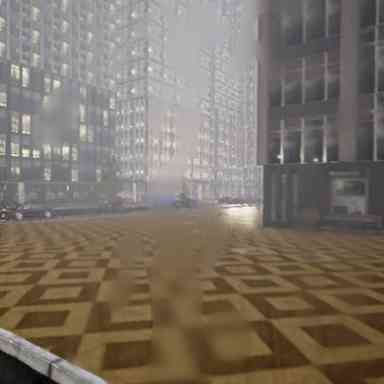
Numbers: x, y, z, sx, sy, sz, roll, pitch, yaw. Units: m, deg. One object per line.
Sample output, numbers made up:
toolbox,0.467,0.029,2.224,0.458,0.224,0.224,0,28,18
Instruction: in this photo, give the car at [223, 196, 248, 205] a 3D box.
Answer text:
car,8.150,1.712,62.172,1.947,1.339,4.313,0,0,35

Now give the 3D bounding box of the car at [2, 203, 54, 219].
car,-14.618,1.688,29.898,2.008,1.369,4.403,0,0,35

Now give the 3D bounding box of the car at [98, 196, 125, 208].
car,-11.747,1.449,48.632,1.967,1.590,4.097,0,0,35

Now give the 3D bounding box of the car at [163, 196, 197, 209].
car,-1.654,1.709,48.372,1.947,1.339,4.313,0,0,35

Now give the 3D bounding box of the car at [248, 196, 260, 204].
car,11.417,1.729,66.773,1.802,1.307,4.206,0,0,35

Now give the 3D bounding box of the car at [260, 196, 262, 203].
car,14.686,1.587,71.372,1.967,1.590,4.097,0,0,35

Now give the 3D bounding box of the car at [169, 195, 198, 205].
car,-1.006,1.580,53.860,1.882,1.535,5.008,1,1,36

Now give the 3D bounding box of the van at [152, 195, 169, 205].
van,-5.213,1.353,57.830,1.690,1.788,3.998,0,0,35

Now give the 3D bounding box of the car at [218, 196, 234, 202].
car,7.854,1.597,76.226,1.802,1.307,4.206,0,0,35

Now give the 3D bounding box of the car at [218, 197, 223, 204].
car,6.981,1.581,65.111,1.882,1.535,5.008,1,1,36

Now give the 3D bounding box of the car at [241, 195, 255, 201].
car,14.388,1.582,85.425,1.947,1.339,4.313,0,0,35
